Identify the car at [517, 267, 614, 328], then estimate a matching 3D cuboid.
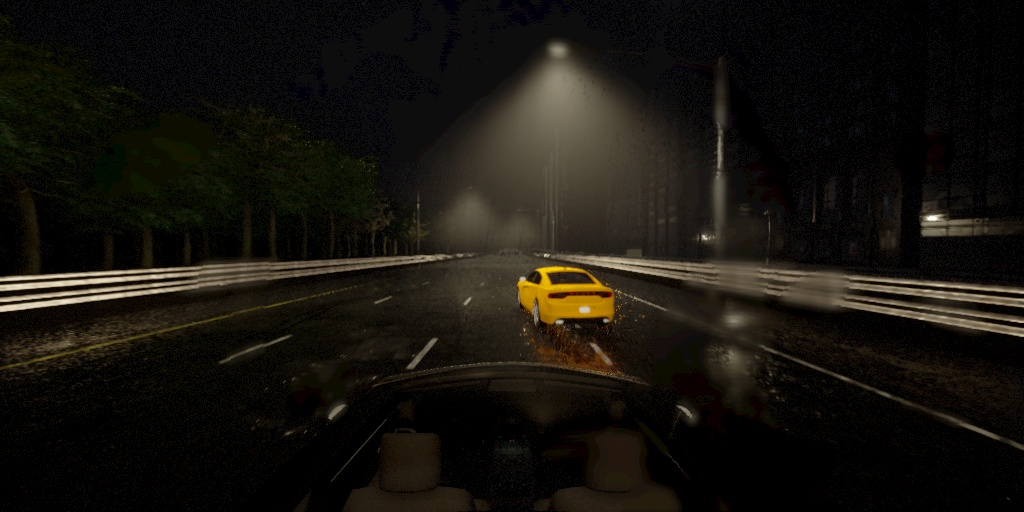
[{"bbox_3d":[1.371,1.073,10.911,1.882,1.535,5.008,0,1,-8],"label":"car"}]
